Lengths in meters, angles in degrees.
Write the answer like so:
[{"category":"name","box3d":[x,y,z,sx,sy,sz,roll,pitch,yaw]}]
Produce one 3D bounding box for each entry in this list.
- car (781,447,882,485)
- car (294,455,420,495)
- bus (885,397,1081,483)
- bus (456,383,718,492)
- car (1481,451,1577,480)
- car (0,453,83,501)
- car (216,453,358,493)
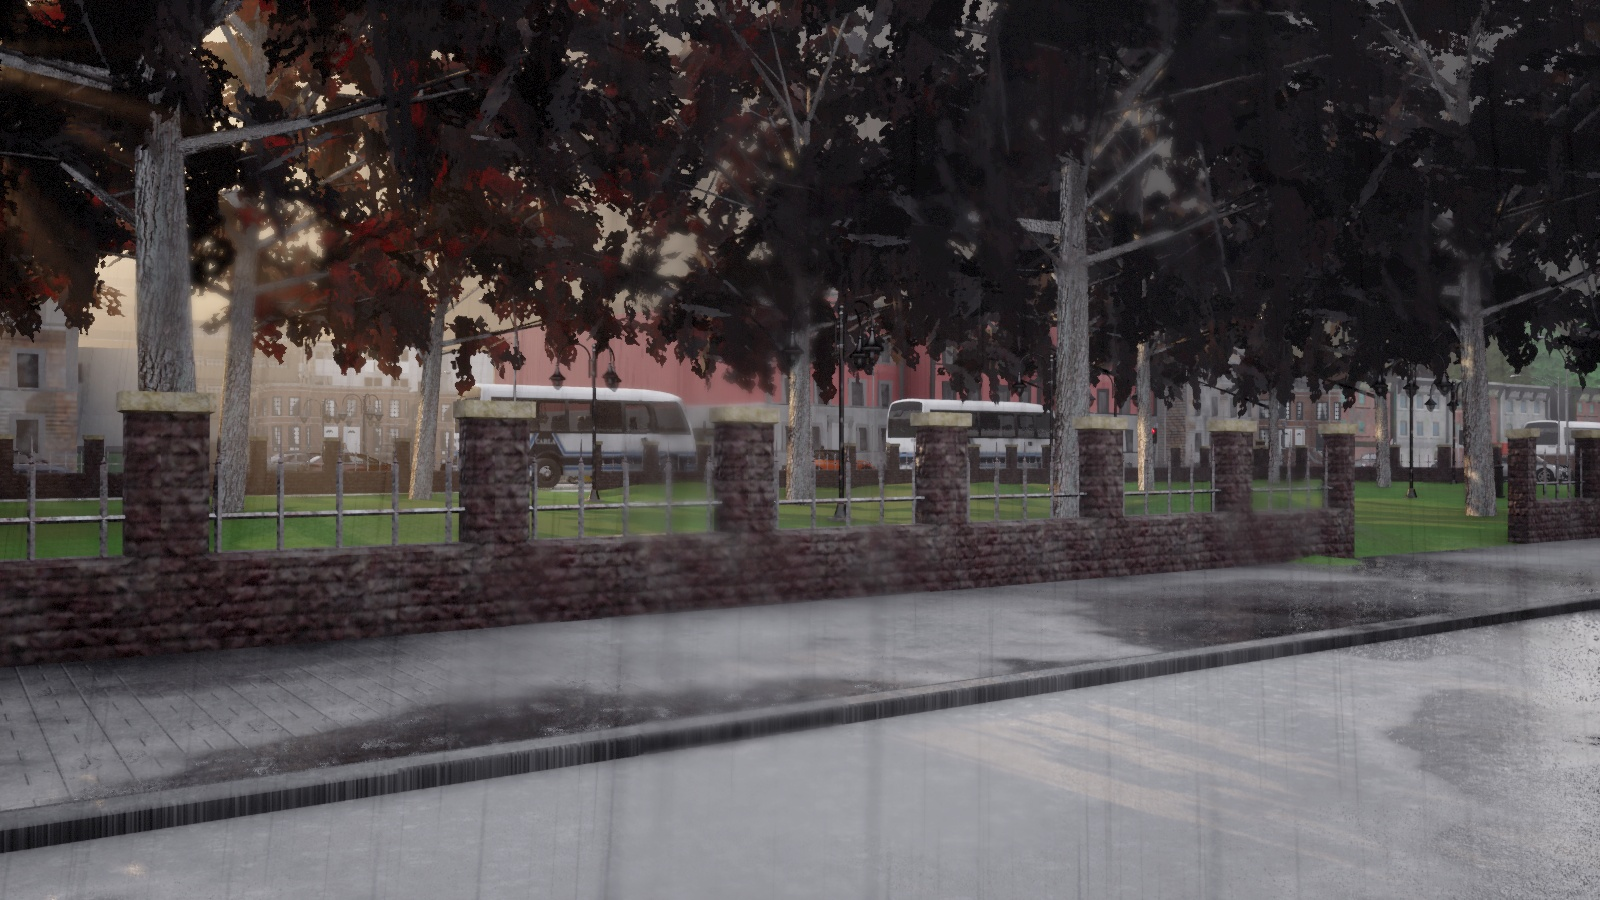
[{"category":"car","box3d":[1.542,0.748,60.656,4.553,1.767,2.097,0,0,-35]},{"category":"car","box3d":[-16.822,0.911,47.788,4.193,1.474,1.816,0,0,-35]},{"category":"bus","box3d":[9.780,-0.490,66.470,10.273,4.253,3.944,0,0,-34]},{"category":"bus","box3d":[-8.897,-0.482,53.338,10.273,4.253,3.944,0,0,-35]},{"category":"car","box3d":[37.564,0.789,64.729,1.970,1.475,3.806,0,0,-37]},{"category":"car","box3d":[-25.888,0.880,41.430,3.705,1.549,1.789,0,0,-35]},{"category":"car","box3d":[-20.446,0.867,50.134,4.902,1.511,2.128,0,0,-35]}]
